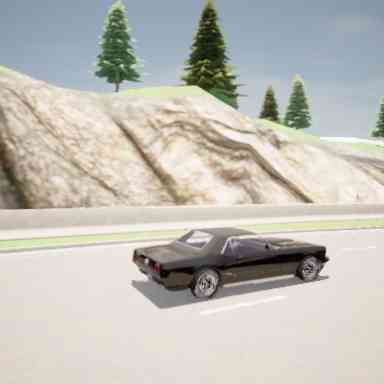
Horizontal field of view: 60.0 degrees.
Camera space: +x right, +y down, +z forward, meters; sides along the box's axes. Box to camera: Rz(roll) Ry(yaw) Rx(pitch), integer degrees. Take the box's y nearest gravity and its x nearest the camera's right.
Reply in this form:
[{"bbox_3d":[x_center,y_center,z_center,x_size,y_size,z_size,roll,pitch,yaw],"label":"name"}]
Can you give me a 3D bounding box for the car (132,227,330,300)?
[{"bbox_3d":[1.081,1.533,8.104,4.718,1.301,1.895,0,1,-28],"label":"car"}]
